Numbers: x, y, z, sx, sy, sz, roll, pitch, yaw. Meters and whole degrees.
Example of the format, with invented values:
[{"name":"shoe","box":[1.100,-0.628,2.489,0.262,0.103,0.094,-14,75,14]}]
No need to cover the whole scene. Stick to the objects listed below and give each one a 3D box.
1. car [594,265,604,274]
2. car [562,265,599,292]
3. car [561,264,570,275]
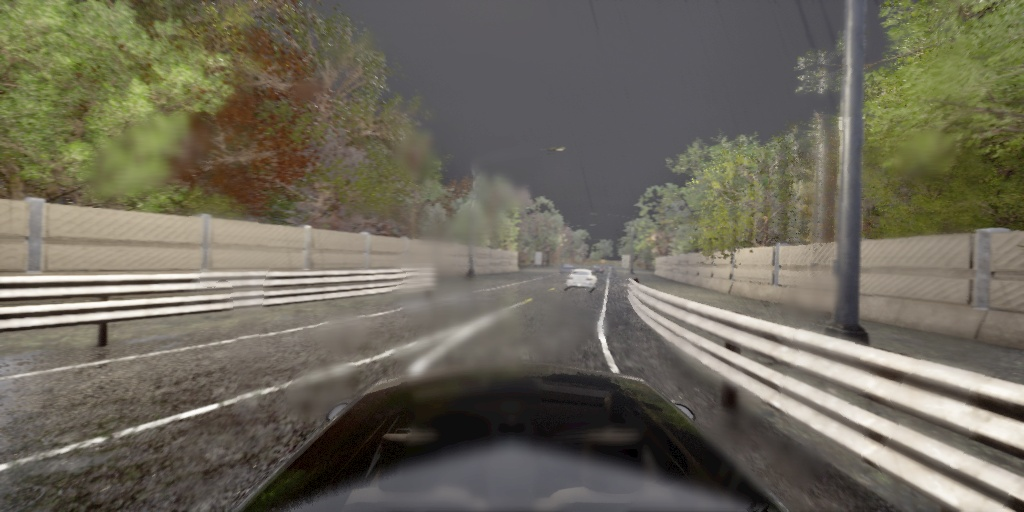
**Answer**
[{"name":"car","box":[13.927,2.209,58.242,2.033,1.411,5.357,2,0,15]},{"name":"car","box":[4.814,1.621,24.690,1.812,1.442,4.674,2,0,15]},{"name":"car","box":[7.975,1.907,50.005,1.812,1.442,4.674,3,0,16]}]
